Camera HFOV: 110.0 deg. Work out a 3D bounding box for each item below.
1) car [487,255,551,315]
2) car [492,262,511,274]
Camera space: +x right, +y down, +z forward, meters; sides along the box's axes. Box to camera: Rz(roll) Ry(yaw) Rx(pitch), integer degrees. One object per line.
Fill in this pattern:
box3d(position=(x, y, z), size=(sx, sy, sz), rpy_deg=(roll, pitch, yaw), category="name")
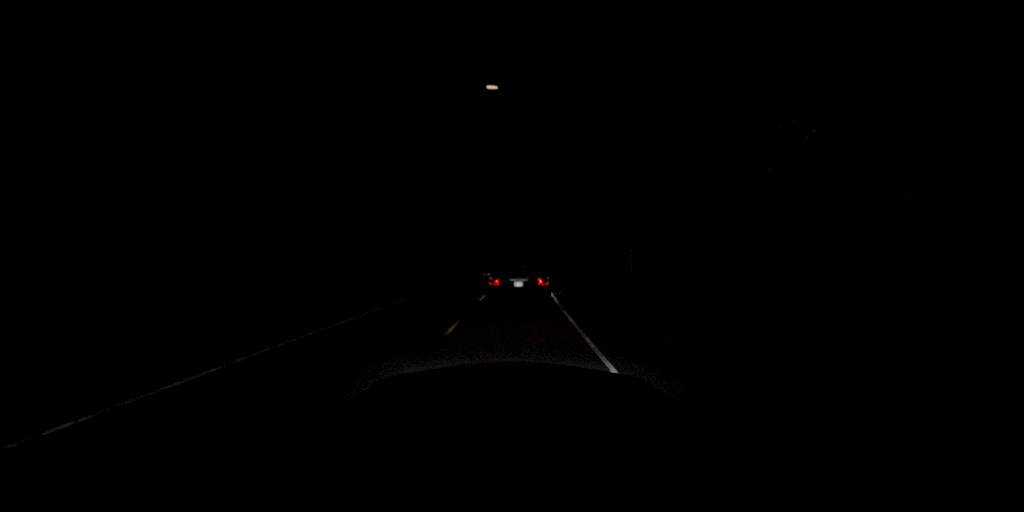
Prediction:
box3d(position=(0.290, 0.995, 13.882), size=(2.150, 2.045, 5.566), rpy_deg=(0, 0, 2), category="car")
box3d(position=(-1.297, 1.514, 46.138), size=(1.994, 1.385, 4.181), rpy_deg=(0, 0, 6), category="car")
